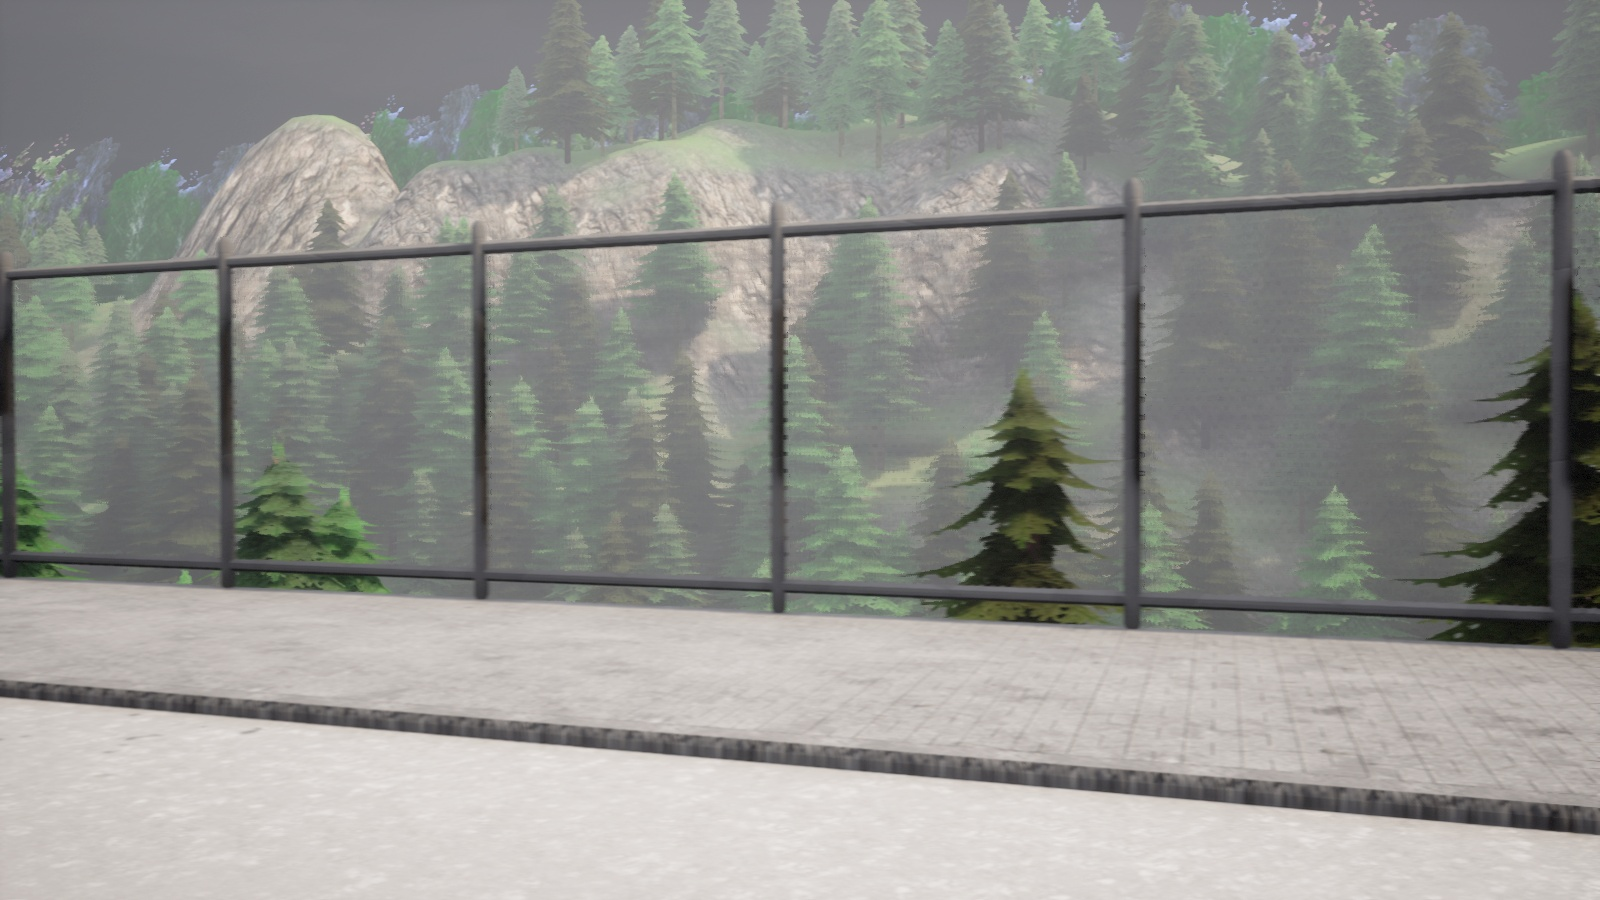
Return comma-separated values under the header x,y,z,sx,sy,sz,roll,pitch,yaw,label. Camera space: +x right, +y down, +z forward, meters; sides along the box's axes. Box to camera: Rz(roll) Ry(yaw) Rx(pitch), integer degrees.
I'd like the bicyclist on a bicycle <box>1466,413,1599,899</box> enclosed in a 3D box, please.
x,y,z,sx,sy,sz,roll,pitch,yaw,label
2.459,0.726,2.886,1.509,1.612,0.866,1,1,19,bicyclist on a bicycle
